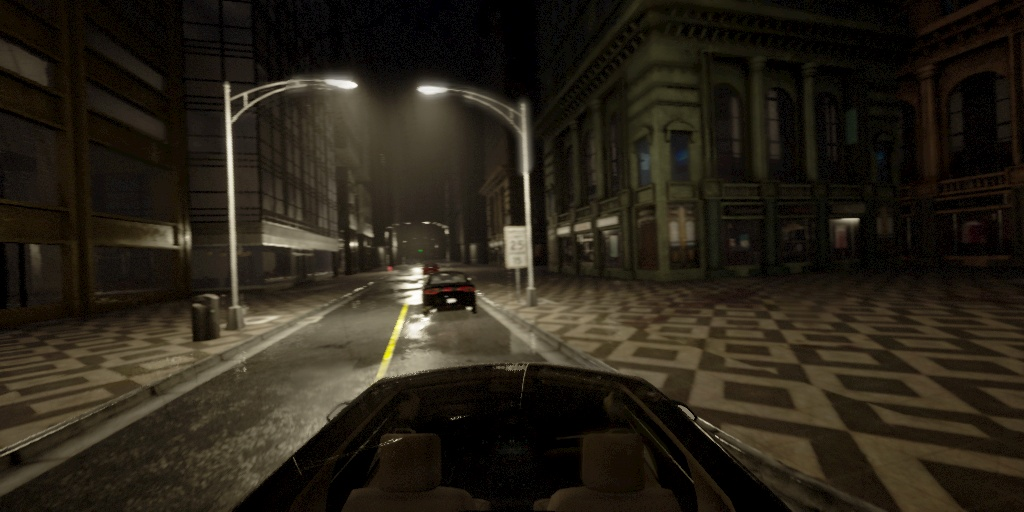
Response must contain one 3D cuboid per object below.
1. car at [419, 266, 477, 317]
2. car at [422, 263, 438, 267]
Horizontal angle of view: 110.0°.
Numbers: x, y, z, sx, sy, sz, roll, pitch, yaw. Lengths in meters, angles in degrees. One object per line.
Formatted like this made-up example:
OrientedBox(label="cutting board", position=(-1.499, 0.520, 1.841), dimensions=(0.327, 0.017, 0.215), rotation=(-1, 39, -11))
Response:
OrientedBox(label="car", position=(-2.578, 1.328, 14.067), dimensions=(1.882, 1.535, 5.008), rotation=(-2, 0, -14))
OrientedBox(label="car", position=(-9.080, 1.534, 40.176), dimensions=(1.882, 1.535, 5.008), rotation=(-2, 0, -13))
